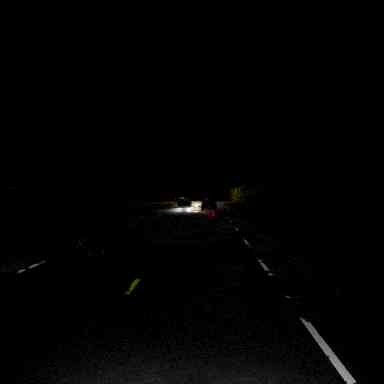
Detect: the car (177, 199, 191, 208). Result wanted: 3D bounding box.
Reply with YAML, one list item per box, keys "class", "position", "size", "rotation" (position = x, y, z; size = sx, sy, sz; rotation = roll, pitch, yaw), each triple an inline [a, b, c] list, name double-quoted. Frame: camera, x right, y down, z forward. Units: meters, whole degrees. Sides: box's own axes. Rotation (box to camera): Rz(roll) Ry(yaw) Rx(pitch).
- class: "car"
  position: [-1.130, 1.691, 50.437]
  size: [1.895, 1.301, 4.718]
  rotation: [0, 0, 3]

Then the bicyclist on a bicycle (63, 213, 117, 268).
- class: "bicyclist on a bicycle"
  position: [-3.032, 1.457, 9.853]
  size: [1.656, 1.620, 0.582]
  rotation: [-2, 0, 3]

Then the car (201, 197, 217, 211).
- class: "car"
  position: [2.128, 1.533, 41.676]
  size: [2.128, 1.511, 4.902]
  rotation: [0, 0, 3]

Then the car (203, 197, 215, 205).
- class: "car"
  position: [3.179, 1.677, 62.480]
  size: [2.128, 1.511, 4.902]
  rotation: [0, -1, 3]
